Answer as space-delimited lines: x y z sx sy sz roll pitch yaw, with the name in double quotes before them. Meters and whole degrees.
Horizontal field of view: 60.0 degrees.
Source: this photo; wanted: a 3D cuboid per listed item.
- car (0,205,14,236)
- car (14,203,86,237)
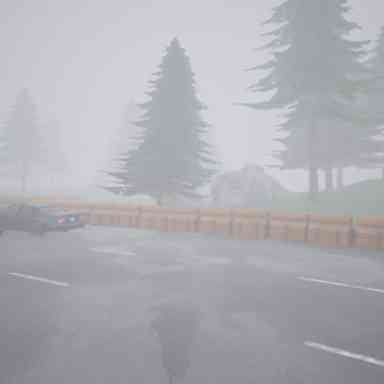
"car" -9.880 1.256 12.893 5.357 1.411 2.033 1 1 21
"car" -7.680 1.233 15.768 5.357 1.411 2.033 1 1 21
